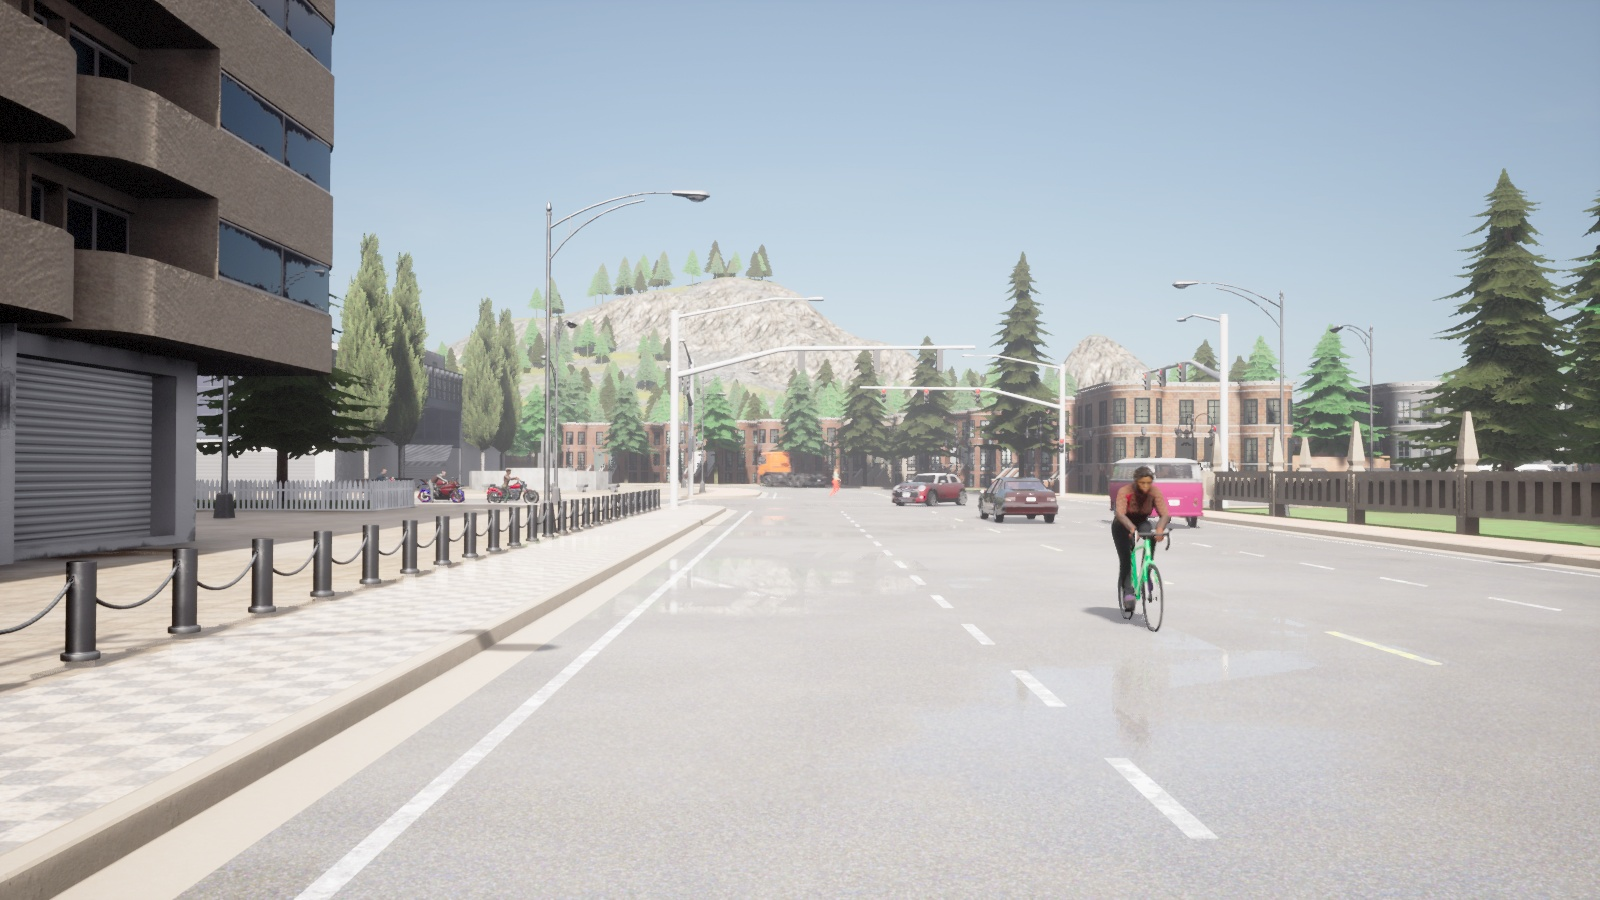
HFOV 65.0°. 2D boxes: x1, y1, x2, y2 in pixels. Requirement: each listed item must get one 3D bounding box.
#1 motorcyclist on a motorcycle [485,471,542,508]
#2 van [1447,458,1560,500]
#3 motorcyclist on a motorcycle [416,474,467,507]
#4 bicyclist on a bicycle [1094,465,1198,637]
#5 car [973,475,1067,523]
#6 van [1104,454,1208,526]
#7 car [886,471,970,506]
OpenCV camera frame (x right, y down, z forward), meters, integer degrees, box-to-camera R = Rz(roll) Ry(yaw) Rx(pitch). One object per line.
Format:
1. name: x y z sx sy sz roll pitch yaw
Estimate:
1. motorcyclist on a motorcycle: -12.683 1.747 55.582 2.350 1.649 0.766 0 -1 0
2. van: 35.093 1.449 62.744 4.480 2.038 2.069 0 -1 0
3. motorcyclist on a motorcycle: -16.851 1.906 59.067 2.191 1.530 0.866 0 -1 0
4. bicyclist on a bicycle: 3.467 0.967 12.719 0.582 1.620 1.656 0 -1 0
5. car: 6.898 1.504 39.958 2.033 1.411 5.357 0 -1 0
6. van: 10.406 1.147 37.064 1.775 1.987 4.442 0 -1 0
7. car: 5.784 1.701 56.394 1.970 1.475 3.806 -1 -1 39
